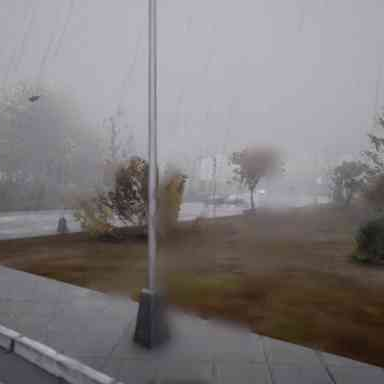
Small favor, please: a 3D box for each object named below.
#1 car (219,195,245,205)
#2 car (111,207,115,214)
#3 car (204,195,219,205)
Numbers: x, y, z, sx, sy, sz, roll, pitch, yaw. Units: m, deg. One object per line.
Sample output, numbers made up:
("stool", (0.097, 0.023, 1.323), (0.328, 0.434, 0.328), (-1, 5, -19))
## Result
("car", (6.667, 1.259, 52.329), (1.812, 1.442, 4.674), (0, 1, 38))
("car", (-7.363, 1.508, 34.838), (1.812, 1.442, 4.674), (0, 0, 39))
("car", (3.875, 1.211, 54.437), (1.882, 1.535, 5.008), (0, 1, 38))
